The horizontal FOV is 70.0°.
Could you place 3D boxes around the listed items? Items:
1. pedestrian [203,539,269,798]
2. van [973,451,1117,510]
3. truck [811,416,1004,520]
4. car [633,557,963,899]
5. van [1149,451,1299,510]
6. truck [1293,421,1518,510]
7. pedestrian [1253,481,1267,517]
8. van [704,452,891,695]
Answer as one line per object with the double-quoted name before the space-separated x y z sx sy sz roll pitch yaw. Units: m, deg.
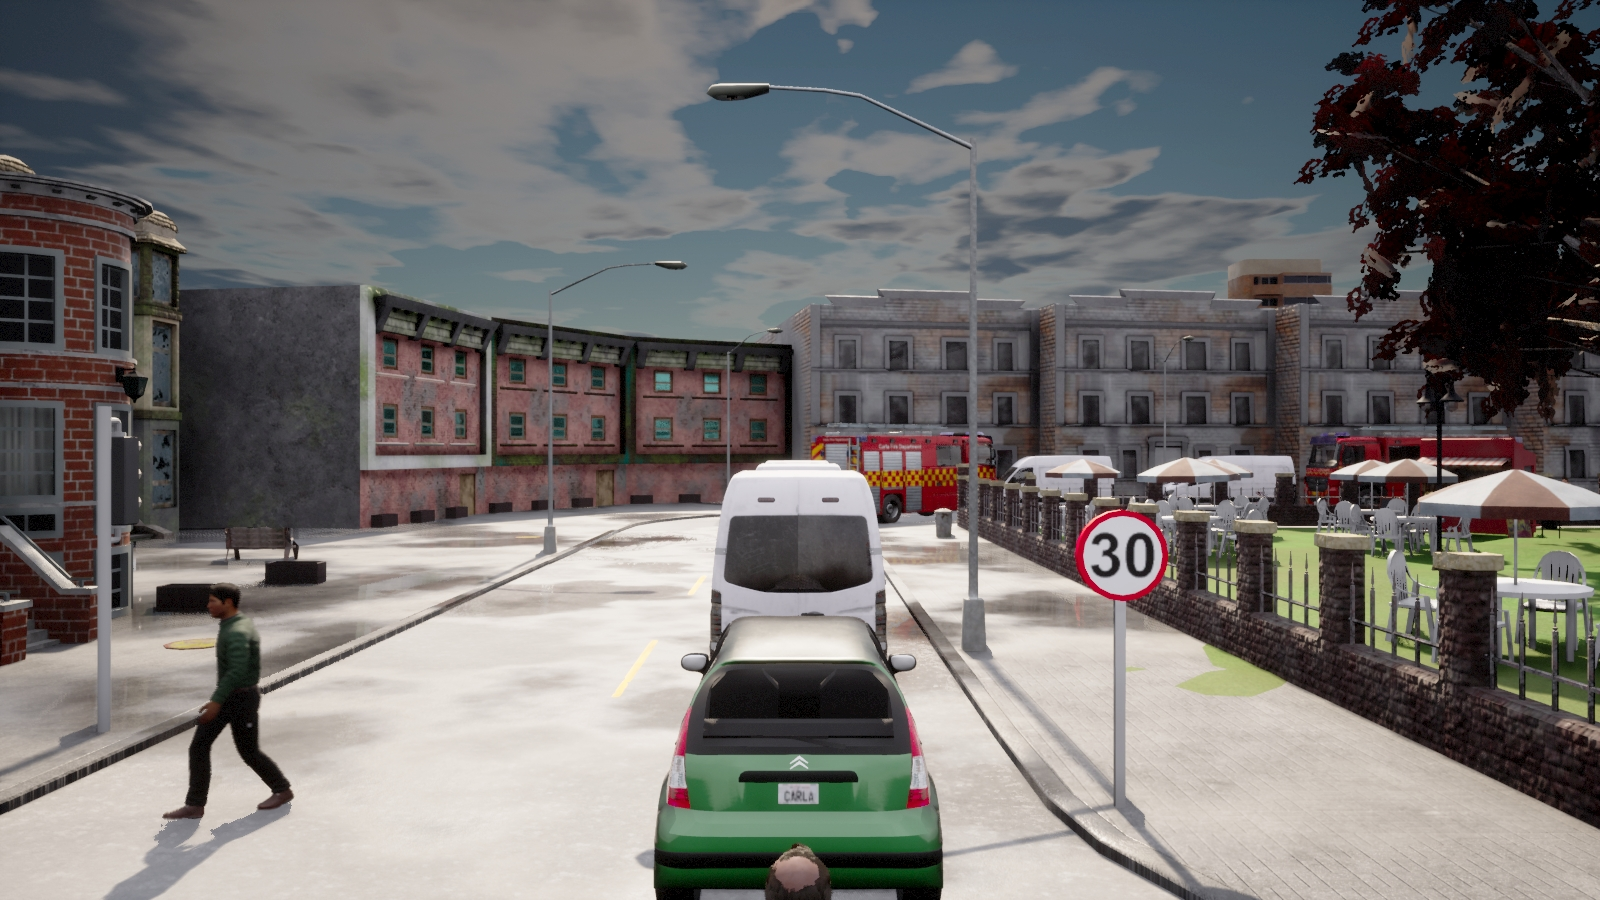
"pedestrian" -4.276 1.629 8.662 0.375 1.860 0.375 0 0 -39
"van" 10.768 1.314 50.430 5.915 2.561 1.988 0 0 0
"truck" 4.502 0.672 46.247 8.468 3.827 2.891 0 0 -43
"car" -0.015 1.779 8.404 1.851 1.617 3.988 0 0 0
"van" 18.656 1.314 50.452 5.915 2.561 1.988 0 0 0
"truck" 26.739 0.670 50.713 8.468 3.827 2.891 0 0 0
"pedestrian" 16.864 1.805 41.896 0.375 1.300 0.375 0 0 6
"van" -0.025 1.315 15.105 1.988 2.561 5.915 0 0 0
